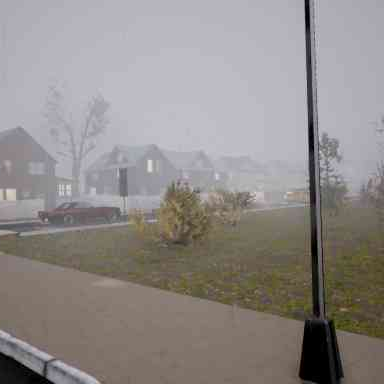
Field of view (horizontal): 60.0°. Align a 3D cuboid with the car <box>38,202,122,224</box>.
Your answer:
[{"bbox_3d":[-6.726,1.253,20.442,1.895,1.301,4.718,-2,-1,43],"label":"car"}]

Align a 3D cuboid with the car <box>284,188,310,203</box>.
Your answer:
[{"bbox_3d":[13.946,0.594,42.269,1.882,1.535,5.008,-2,-1,44],"label":"car"}]
